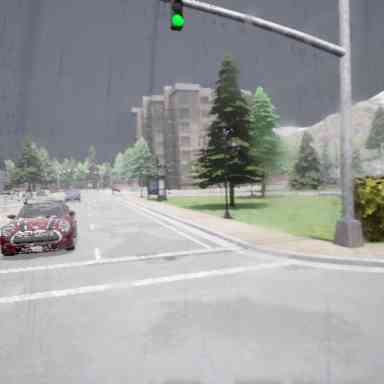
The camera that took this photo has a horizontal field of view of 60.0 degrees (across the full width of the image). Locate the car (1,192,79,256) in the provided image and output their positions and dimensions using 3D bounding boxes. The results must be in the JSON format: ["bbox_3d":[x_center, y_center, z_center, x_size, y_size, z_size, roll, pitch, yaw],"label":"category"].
[{"bbox_3d":[-5.443,1.097,12.261,2.097,1.767,4.553,-3,2,-18],"label":"car"}]

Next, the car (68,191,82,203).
[{"bbox_3d":[-14.987,0.571,41.859,1.812,1.442,4.674,-3,2,-18],"label":"car"}]
